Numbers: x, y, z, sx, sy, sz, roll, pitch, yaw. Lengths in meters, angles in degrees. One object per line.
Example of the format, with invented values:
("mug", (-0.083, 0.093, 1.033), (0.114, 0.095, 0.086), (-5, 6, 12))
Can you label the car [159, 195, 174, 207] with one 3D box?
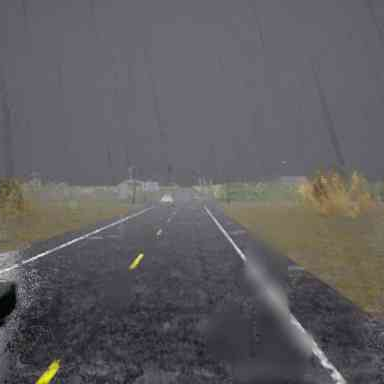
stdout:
("car", (-3.509, 1.216, 46.866), (1.812, 1.442, 4.674), (0, 0, 0))

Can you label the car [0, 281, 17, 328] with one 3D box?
("car", (-3.603, 1.590, 2.846), (1.895, 1.301, 4.718), (0, 0, 0))
